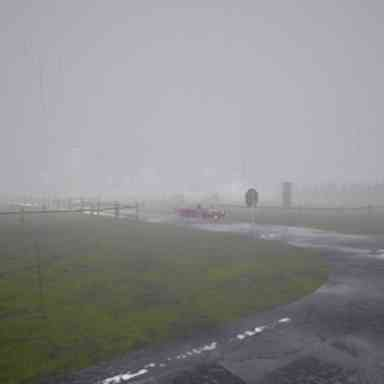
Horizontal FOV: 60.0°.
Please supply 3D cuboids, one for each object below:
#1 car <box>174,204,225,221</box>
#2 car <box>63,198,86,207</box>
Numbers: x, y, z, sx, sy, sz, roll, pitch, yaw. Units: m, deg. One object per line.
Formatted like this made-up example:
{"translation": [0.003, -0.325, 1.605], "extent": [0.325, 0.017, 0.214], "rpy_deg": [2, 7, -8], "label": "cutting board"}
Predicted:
{"translation": [0.487, 1.627, 27.505], "extent": [1.895, 1.301, 4.718], "rpy_deg": [1, -1, -38], "label": "car"}
{"translation": [-17.865, 1.583, 50.174], "extent": [1.895, 1.301, 4.718], "rpy_deg": [1, -1, -40], "label": "car"}
